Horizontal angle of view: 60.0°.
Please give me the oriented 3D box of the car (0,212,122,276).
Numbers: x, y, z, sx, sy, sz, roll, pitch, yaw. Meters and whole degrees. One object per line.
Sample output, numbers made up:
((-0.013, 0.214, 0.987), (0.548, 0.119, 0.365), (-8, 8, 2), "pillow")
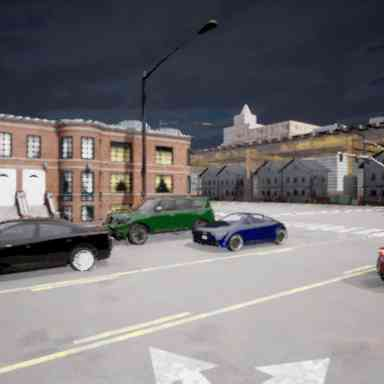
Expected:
((-4.732, 1.477, 9.201), (5.008, 1.535, 1.882), (0, 0, -35), "car")

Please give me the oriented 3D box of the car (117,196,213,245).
((-1.399, 1.220, 15.856), (5.566, 2.045, 2.150), (0, 0, -35), "car")

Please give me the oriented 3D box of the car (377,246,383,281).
((6.404, 1.525, 8.315), (4.674, 1.442, 1.812), (0, 0, -36), "car")

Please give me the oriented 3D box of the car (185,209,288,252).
((2.108, 1.563, 13.971), (4.181, 1.385, 1.994), (0, 0, -36), "car")
